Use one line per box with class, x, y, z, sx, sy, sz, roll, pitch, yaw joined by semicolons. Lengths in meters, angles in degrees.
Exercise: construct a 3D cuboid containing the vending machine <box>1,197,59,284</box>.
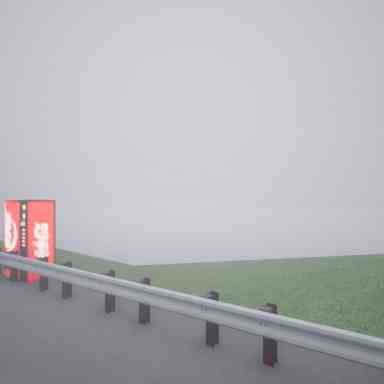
vending machine;-4.296;1.195;8.838;0.880;2.100;1.100;0;0;36
